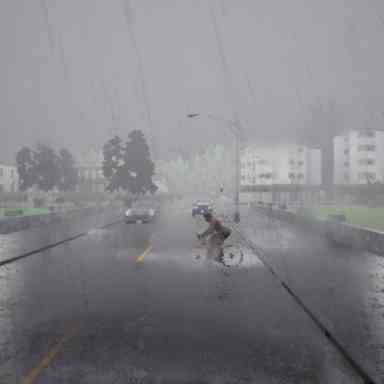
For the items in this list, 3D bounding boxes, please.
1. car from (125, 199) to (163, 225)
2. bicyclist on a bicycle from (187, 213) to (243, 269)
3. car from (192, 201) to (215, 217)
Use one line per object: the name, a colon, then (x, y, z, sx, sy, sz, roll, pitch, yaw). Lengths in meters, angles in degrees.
car: (-3.354, 1.350, 23.897, 2.097, 1.767, 4.553, 0, 0, 2)
bicyclist on a bicycle: (0.648, 1.433, 9.711, 1.656, 1.620, 0.582, -2, 0, 2)
car: (1.007, 1.524, 31.133, 1.812, 1.442, 4.674, 0, 0, 2)
